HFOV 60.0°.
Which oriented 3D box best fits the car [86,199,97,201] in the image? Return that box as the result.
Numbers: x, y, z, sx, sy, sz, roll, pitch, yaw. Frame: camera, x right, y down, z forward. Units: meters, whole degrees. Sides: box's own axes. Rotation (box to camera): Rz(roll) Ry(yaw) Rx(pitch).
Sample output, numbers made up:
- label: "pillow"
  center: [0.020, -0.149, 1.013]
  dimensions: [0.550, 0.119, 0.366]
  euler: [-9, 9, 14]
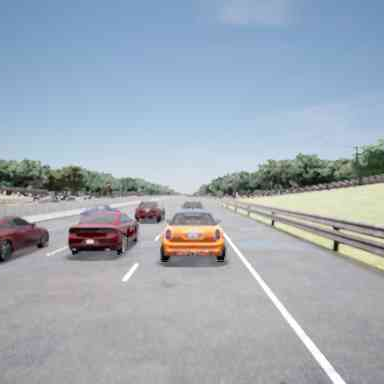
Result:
- label: "car"
  center: [-17.353, 1.818, 56.985]
  dimensions: [1.895, 1.301, 4.718]
  euler: [0, 0, 1]

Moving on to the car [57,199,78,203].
- label: "car"
  center: [-20.844, 1.819, 56.985]
  dimensions: [1.895, 1.301, 4.718]
  euler: [0, 0, 1]

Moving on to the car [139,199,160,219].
- label: "car"
  center: [-3.399, 1.458, 27.519]
  dimensions: [2.097, 1.767, 4.553]
  euler: [0, 0, 1]

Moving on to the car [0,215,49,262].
- label: "car"
  center: [-6.949, 1.577, 12.167]
  dimensions: [1.812, 1.442, 4.674]
  euler: [0, -1, 0]

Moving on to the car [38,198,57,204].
- label: "car"
  center: [-24.333, 1.766, 57.006]
  dimensions: [2.033, 1.411, 5.357]
  euler: [0, 0, 1]

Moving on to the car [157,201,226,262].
- label: "car"
  center: [0.055, 1.402, 12.536]
  dimensions: [2.097, 1.767, 4.553]
  euler: [0, 0, 1]

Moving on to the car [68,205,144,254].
- label: "car"
  center: [-3.435, 1.533, 13.749]
  dimensions: [1.882, 1.535, 5.008]
  euler: [0, 0, 1]

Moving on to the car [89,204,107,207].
- label: "car"
  center: [-6.931, 1.646, 25.397]
  dimensions: [2.033, 1.411, 5.357]
  euler: [0, 0, 1]
